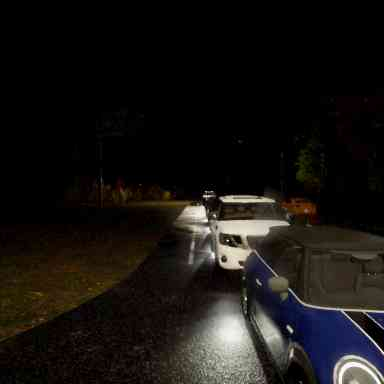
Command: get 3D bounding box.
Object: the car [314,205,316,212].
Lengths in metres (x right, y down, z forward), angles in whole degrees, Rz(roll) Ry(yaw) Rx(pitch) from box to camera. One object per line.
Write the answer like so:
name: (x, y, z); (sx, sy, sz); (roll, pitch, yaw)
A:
car: (9.145, 1.326, 28.896); (1.882, 1.535, 5.008); (0, 0, 1)

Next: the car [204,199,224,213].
car: (2.303, 1.415, 35.419); (1.895, 1.301, 4.718); (0, 0, 1)

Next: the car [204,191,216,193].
car: (2.833, 0.938, 54.427); (2.150, 2.045, 5.566); (0, 0, 2)

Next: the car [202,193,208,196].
car: (2.460, 1.275, 41.585); (2.128, 1.511, 4.902); (0, 0, 2)

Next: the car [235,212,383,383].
car: (1.940, 1.338, 4.143); (2.097, 1.767, 4.553); (0, 0, 0)

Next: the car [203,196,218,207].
car: (2.646, 1.314, 47.994); (1.994, 1.385, 4.181); (0, 0, 2)

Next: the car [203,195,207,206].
car: (2.158, 1.322, 29.330); (1.882, 1.535, 5.008); (0, 0, 1)

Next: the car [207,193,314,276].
car: (1.727, 1.160, 10.489); (2.150, 2.045, 5.566); (0, 0, 1)

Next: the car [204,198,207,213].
car: (2.012, 1.380, 23.076); (1.837, 1.490, 4.892); (0, 0, 1)
